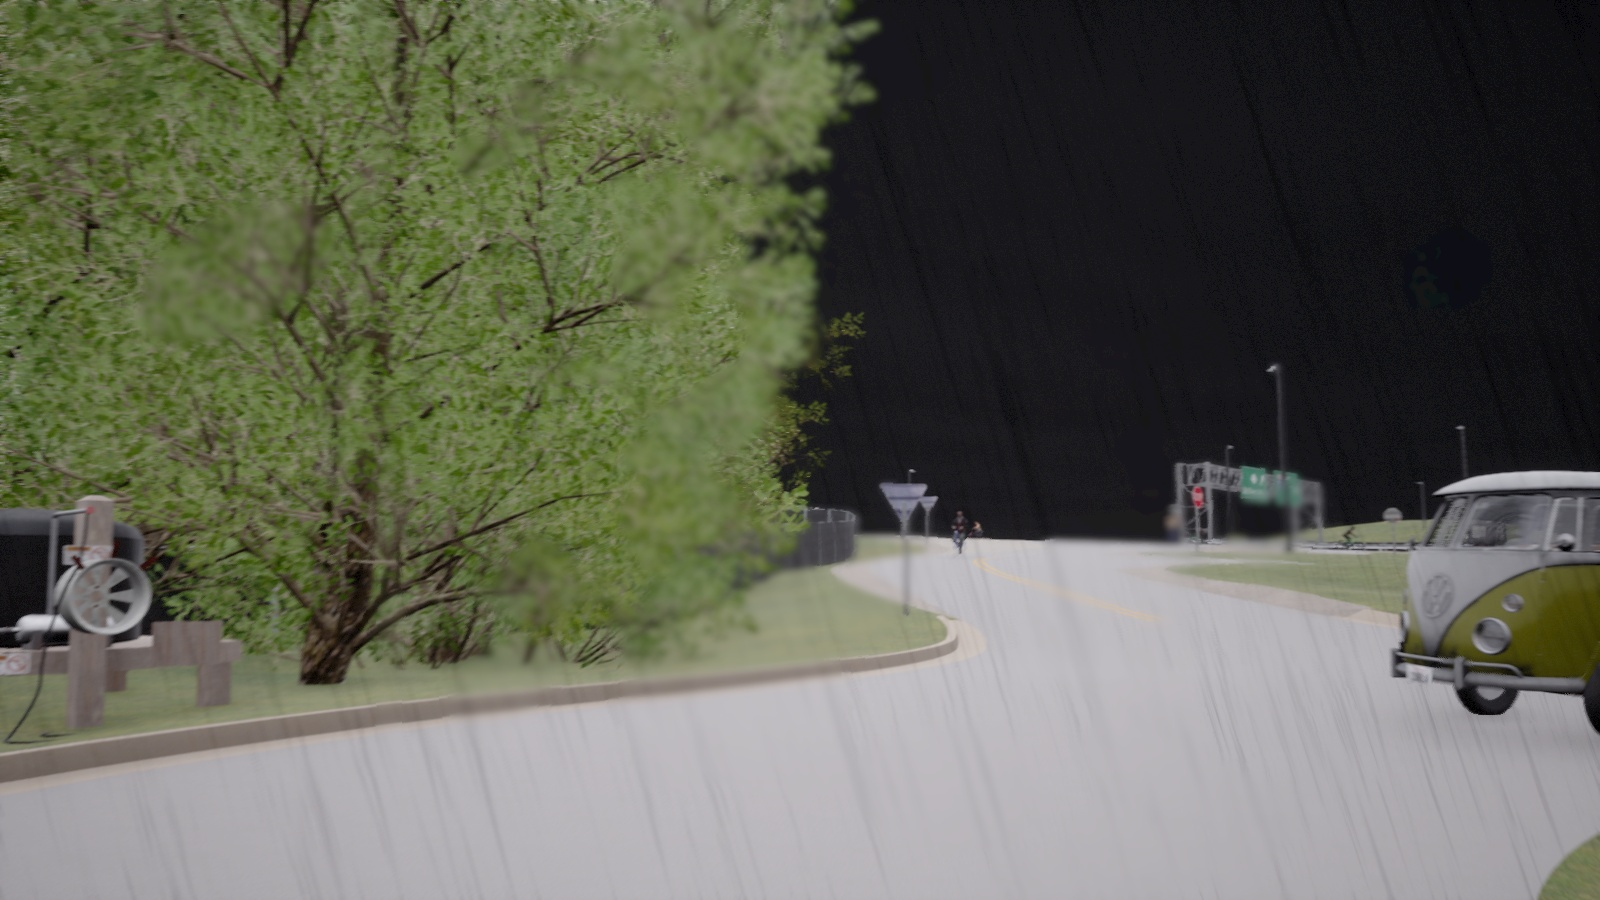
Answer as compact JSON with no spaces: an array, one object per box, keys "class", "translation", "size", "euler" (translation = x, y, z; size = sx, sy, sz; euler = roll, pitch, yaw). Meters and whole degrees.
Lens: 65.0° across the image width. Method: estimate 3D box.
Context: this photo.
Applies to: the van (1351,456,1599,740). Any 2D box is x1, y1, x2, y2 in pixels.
[{"class":"van","translation":[7.008,1.127,10.040],"size":[4.442,1.987,1.775],"euler":[1,-4,-8]}]
